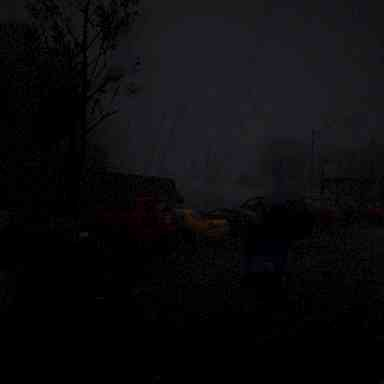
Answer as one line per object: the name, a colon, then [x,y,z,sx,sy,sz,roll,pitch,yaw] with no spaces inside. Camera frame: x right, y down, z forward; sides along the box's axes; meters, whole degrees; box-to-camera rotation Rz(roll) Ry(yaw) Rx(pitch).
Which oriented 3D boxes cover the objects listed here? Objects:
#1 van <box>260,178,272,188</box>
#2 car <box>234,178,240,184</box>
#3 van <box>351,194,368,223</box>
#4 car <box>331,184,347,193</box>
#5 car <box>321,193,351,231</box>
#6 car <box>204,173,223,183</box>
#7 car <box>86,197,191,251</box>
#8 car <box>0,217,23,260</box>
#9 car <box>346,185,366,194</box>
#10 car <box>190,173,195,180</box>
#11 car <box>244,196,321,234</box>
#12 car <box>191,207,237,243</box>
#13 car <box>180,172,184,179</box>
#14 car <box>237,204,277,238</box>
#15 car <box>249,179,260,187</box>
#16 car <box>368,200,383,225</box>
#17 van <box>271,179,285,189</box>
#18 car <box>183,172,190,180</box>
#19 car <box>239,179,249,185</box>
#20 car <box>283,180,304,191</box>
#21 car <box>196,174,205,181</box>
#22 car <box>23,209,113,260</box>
van: [16.214,-1.765,67.827,1.878,1.987,4.442,7,4,35]
car: [11.069,-2.318,75.343,2.002,1.452,4.674,7,3,35]
van: [9.281,1.296,22.896,4.442,1.987,1.878,-1,-1,35]
car: [24.906,-0.427,55.603,2.435,2.045,5.566,7,3,35]
car: [6.741,1.266,21.227,5.566,2.045,2.435,-1,-1,35]
car: [5.968,-3.177,82.856,1.946,1.575,5.366,7,3,34]
car: [-3.129,1.247,14.315,5.566,2.045,2.435,-1,-1,35]
car: [-7.996,1.493,10.826,4.892,1.521,2.231,-1,-1,35]
car: [26.596,0.135,53.130,2.002,1.452,4.674,7,3,35]
car: [2.325,-3.851,87.584,2.185,1.767,4.553,6,3,34]
car: [4.227,1.262,19.524,5.566,2.045,2.435,-1,-1,35]
car: [-0.809,1.502,16.141,5.366,1.575,1.946,-1,-1,35]
car: [-1.174,-4.363,92.403,2.435,2.045,5.566,1,-1,34]
car: [1.799,1.548,17.767,4.674,1.452,2.002,-1,-1,35]
car: [14.641,-1.813,70.559,1.946,1.575,5.366,7,3,35]
car: [11.691,1.402,24.645,4.553,1.767,2.185,-1,-1,35]
van: [17.941,-1.492,65.355,1.878,1.987,4.442,7,4,35]
car: [0.597,-4.086,90.055,2.185,1.767,4.553,4,1,33]
car: [12.811,-2.045,72.880,2.002,1.452,4.674,7,4,35]
car: [19.700,-0.994,62.991,2.231,1.521,4.892,7,3,35]
car: [4.118,-3.700,85.117,2.435,2.045,5.566,7,3,34]
car: [-5.575,1.523,12.571,4.792,1.488,2.163,-1,-1,35]
